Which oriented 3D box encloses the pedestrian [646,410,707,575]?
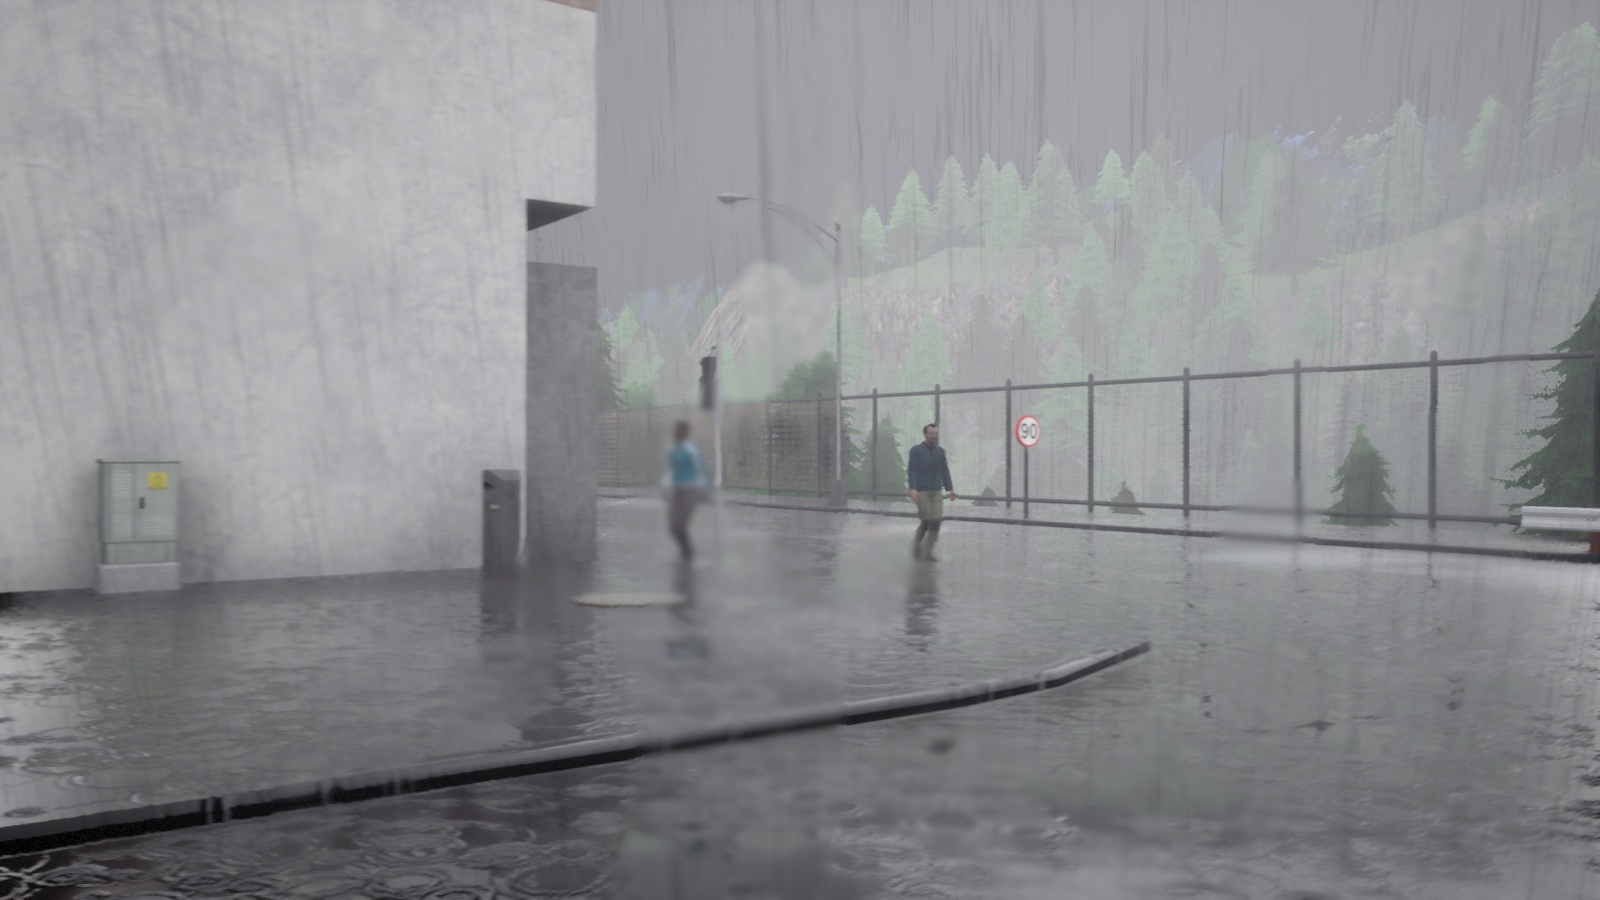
[{"bbox_3d":[-1.474,0.495,15.047,0.396,1.930,0.692,0,0,28],"label":"pedestrian"}]

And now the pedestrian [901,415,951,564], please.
[{"bbox_3d":[1.593,0.488,15.930,0.402,1.842,0.726,0,0,-14],"label":"pedestrian"}]
